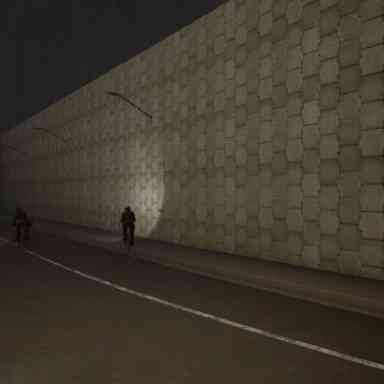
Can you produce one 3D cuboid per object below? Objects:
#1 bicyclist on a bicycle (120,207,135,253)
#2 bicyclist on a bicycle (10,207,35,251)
[{"bbox_3d":[-2.395,1.381,12.434,0.582,1.620,1.656,0,1,-15],"label":"bicyclist on a bicycle"},{"bbox_3d":[-6.447,1.404,12.614,1.656,1.620,0.582,0,4,34],"label":"bicyclist on a bicycle"}]
